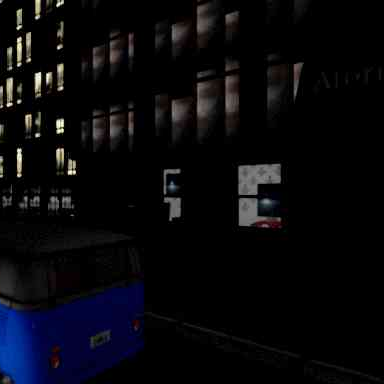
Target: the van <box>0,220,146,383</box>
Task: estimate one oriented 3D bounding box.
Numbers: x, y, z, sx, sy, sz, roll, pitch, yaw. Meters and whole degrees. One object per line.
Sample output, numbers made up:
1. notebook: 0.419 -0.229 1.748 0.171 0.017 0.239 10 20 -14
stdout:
1. van: -2.491 1.341 4.649 3.998 1.788 1.690 0 0 35
